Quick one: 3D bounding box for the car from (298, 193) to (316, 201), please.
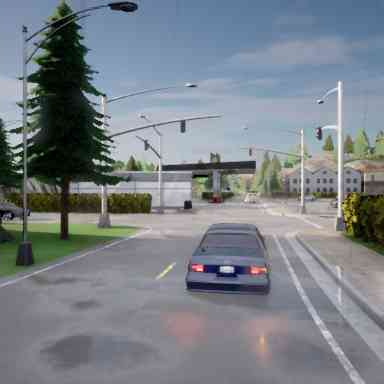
[{"bbox_3d":[27.401,1.077,79.287,3.866,1.878,1.905,0,0,10],"label":"car"}]

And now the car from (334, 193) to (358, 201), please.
[{"bbox_3d":[34.571,1.097,74.673,4.605,1.855,1.932,0,0,10],"label":"car"}]

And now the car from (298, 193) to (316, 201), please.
[{"bbox_3d":[26.216,1.361,76.121,3.806,1.475,1.970,0,0,10],"label":"car"}]

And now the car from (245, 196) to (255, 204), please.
[{"bbox_3d":[11.233,1.526,64.794,1.812,1.442,4.674,0,0,10],"label":"car"}]

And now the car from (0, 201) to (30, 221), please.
[{"bbox_3d":[-15.736,1.492,27.241,4.902,1.511,2.128,0,0,10],"label":"car"}]

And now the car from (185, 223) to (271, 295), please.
[{"bbox_3d":[1.094,1.547,8.914,2.033,1.411,5.357,0,0,10],"label":"car"}]

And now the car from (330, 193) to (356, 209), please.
[{"bbox_3d":[20.264,1.330,42.385,5.027,1.636,2.152,0,0,10],"label":"car"}]
